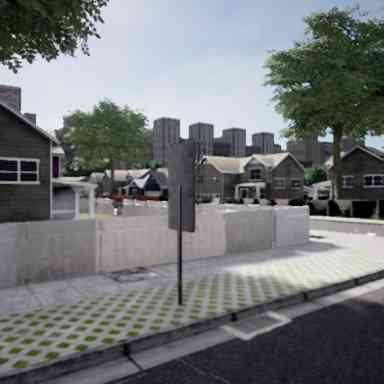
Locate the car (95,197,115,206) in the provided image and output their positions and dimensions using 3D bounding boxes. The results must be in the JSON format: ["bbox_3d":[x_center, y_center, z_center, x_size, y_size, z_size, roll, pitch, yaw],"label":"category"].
[{"bbox_3d":[-13.404,1.530,50.666,1.812,1.442,4.674,0,0,-35],"label":"car"}]
